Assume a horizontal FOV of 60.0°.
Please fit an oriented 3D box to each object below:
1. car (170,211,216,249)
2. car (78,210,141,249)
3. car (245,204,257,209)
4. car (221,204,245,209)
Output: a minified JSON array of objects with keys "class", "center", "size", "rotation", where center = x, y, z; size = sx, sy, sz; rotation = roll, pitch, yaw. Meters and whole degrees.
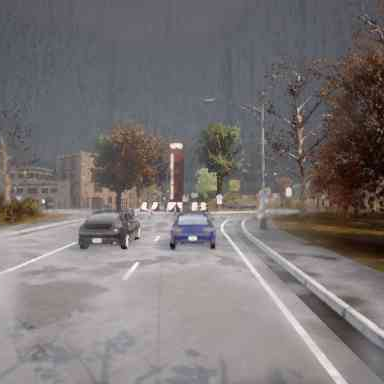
[{"class":"car","center":[0.045,1.560,14.551],"size":[1.812,1.442,4.674],"rotation":[0,0,0]},{"class":"car","center":[-3.455,1.545,14.572],"size":[1.837,1.490,4.892],"rotation":[0,0,0]},{"class":"car","center":[13.521,3.595,81.392],"size":[1.895,1.301,4.718],"rotation":[2,-3,-45]},{"class":"car","center":[9.488,3.528,80.636],"size":[5.357,1.411,2.033],"rotation":[-2,-3,37]}]
